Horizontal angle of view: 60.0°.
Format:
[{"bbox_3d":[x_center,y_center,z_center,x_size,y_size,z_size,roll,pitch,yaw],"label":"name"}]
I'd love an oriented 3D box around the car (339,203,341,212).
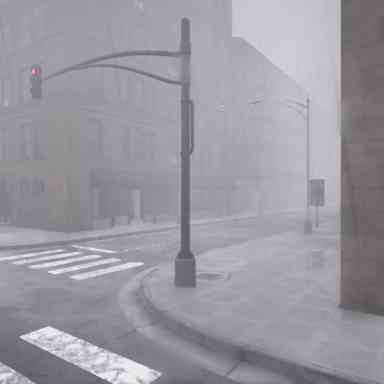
[{"bbox_3d":[20.524,1.760,43.104,1.882,1.535,5.008,0,0,36],"label":"car"}]
